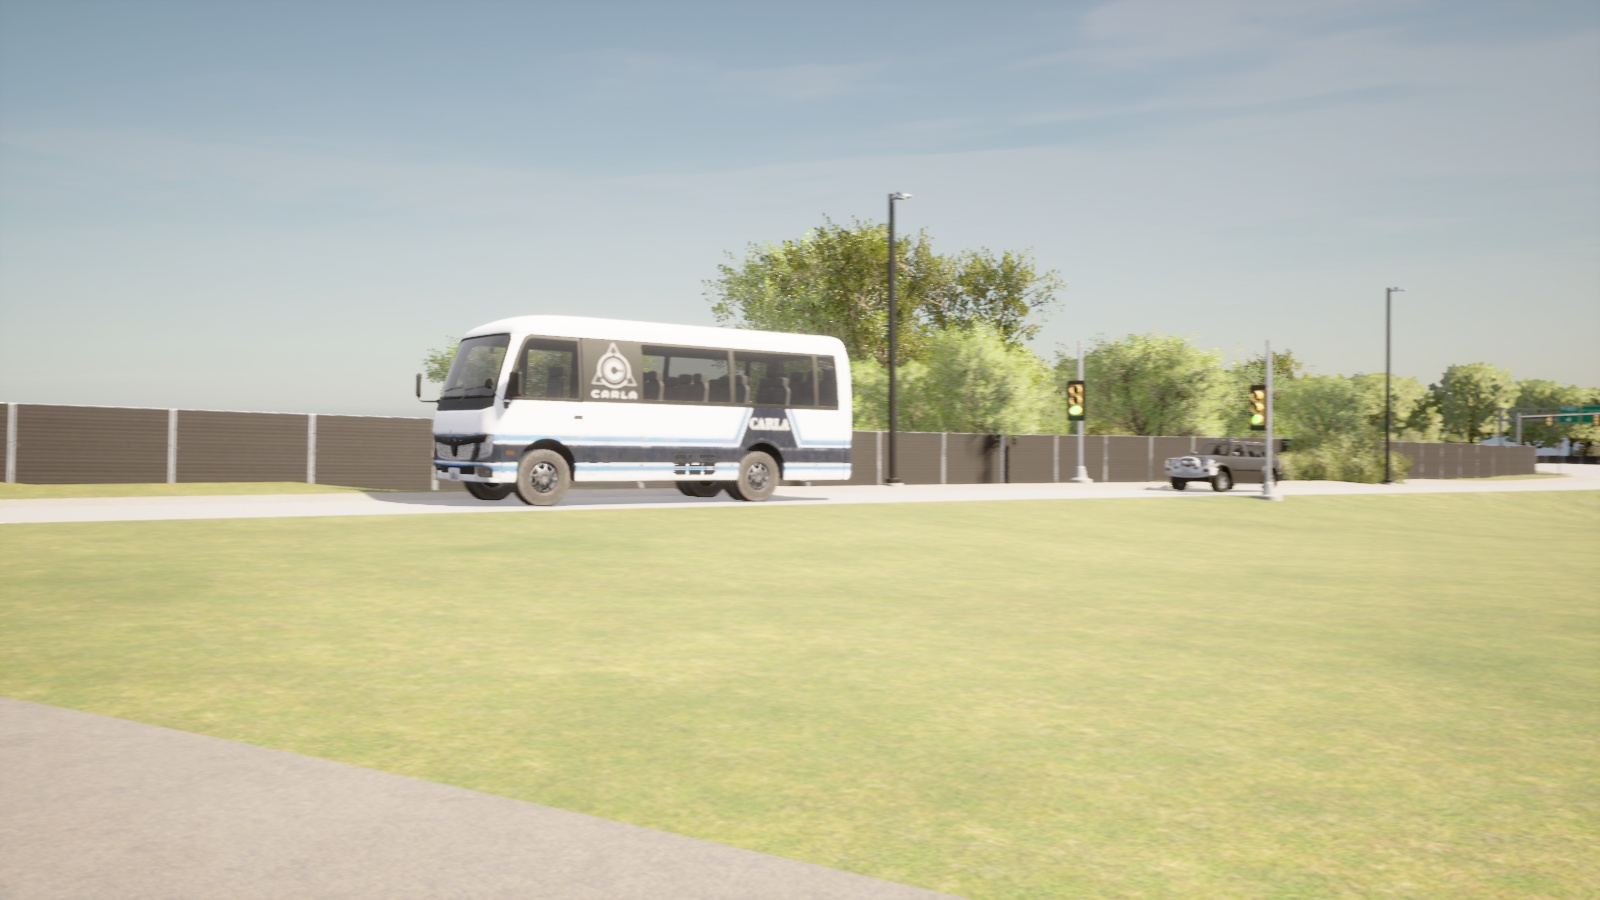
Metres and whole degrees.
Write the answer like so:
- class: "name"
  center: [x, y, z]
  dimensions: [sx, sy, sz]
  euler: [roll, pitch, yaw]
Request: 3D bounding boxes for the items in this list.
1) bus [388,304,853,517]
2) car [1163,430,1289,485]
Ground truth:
- class: "bus"
  center: [-3.970, -0.823, 29.779]
  dimensions: [10.273, 4.253, 3.944]
  euler: [0, 0, -37]
- class: "car"
  center: [14.992, 0.270, 44.120]
  dimensions: [4.605, 1.855, 1.932]
  euler: [1, 0, -37]
